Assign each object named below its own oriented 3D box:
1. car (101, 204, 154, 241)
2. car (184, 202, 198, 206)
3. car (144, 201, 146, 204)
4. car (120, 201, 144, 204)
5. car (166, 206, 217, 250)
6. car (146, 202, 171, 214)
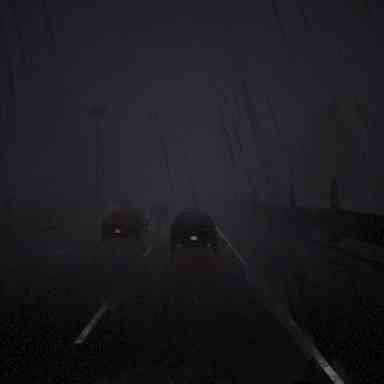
[{"bbox_3d":[-3.455,1.668,17.925,1.882,1.535,5.008,0,0,0],"label":"car"},{"bbox_3d":[-0.167,1.987,45.231,1.994,1.385,4.181,0,0,-2],"label":"car"},{"bbox_3d":[-7.471,2.037,49.531,1.812,1.442,4.674,0,0,-5],"label":"car"},{"bbox_3d":[-7.026,1.746,37.349,2.097,1.767,4.553,0,-1,0],"label":"car"},{"bbox_3d":[0.055,1.619,15.146,1.882,1.535,5.008,0,0,0],"label":"car"},{"bbox_3d":[-3.531,1.868,37.706,2.128,1.511,4.902,0,0,0],"label":"car"}]
